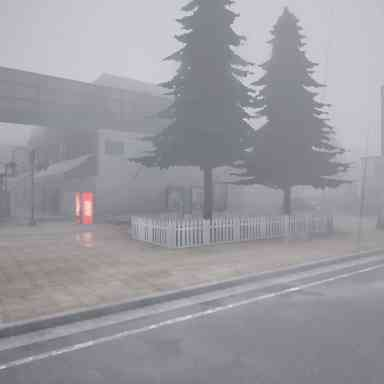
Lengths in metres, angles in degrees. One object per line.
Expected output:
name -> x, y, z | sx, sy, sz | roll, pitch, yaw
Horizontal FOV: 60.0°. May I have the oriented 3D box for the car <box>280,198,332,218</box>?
car -> 10.108, 1.337, 29.701 | 2.097, 1.767, 4.553 | 0, 0, -34
